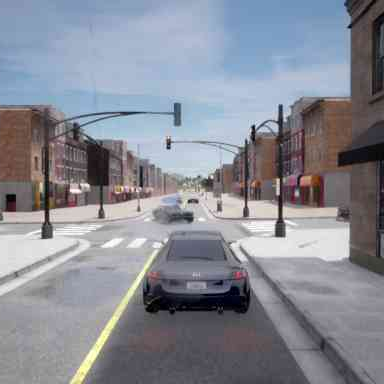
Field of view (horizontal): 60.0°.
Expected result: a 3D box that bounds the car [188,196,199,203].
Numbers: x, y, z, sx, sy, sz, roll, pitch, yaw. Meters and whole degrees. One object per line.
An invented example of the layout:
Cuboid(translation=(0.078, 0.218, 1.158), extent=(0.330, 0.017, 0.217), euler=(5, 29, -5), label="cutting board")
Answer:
Cuboid(translation=(0.209, 1.313, 59.546), extent=(1.895, 1.301, 4.718), euler=(0, 0, 0), label="car")

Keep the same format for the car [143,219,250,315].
Cuboid(translation=(0.102, 1.556, 7.653), extent=(1.994, 1.385, 4.181), euler=(0, 0, 1), label="car")

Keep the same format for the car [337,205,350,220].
Cuboid(translation=(12.201, 1.072, 21.910), extent=(5.008, 1.535, 1.882), euler=(-2, 1, 0), label="car")

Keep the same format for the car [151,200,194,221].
Cuboid(translation=(-1.468, 1.530, 23.999), extent=(1.895, 1.301, 4.718), euler=(-1, 0, -21), label="car")

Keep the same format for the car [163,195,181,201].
Cuboid(translation=(-2.771, 1.318, 40.849), extent=(1.882, 1.535, 5.008), euler=(0, 1, 0), label="car")
